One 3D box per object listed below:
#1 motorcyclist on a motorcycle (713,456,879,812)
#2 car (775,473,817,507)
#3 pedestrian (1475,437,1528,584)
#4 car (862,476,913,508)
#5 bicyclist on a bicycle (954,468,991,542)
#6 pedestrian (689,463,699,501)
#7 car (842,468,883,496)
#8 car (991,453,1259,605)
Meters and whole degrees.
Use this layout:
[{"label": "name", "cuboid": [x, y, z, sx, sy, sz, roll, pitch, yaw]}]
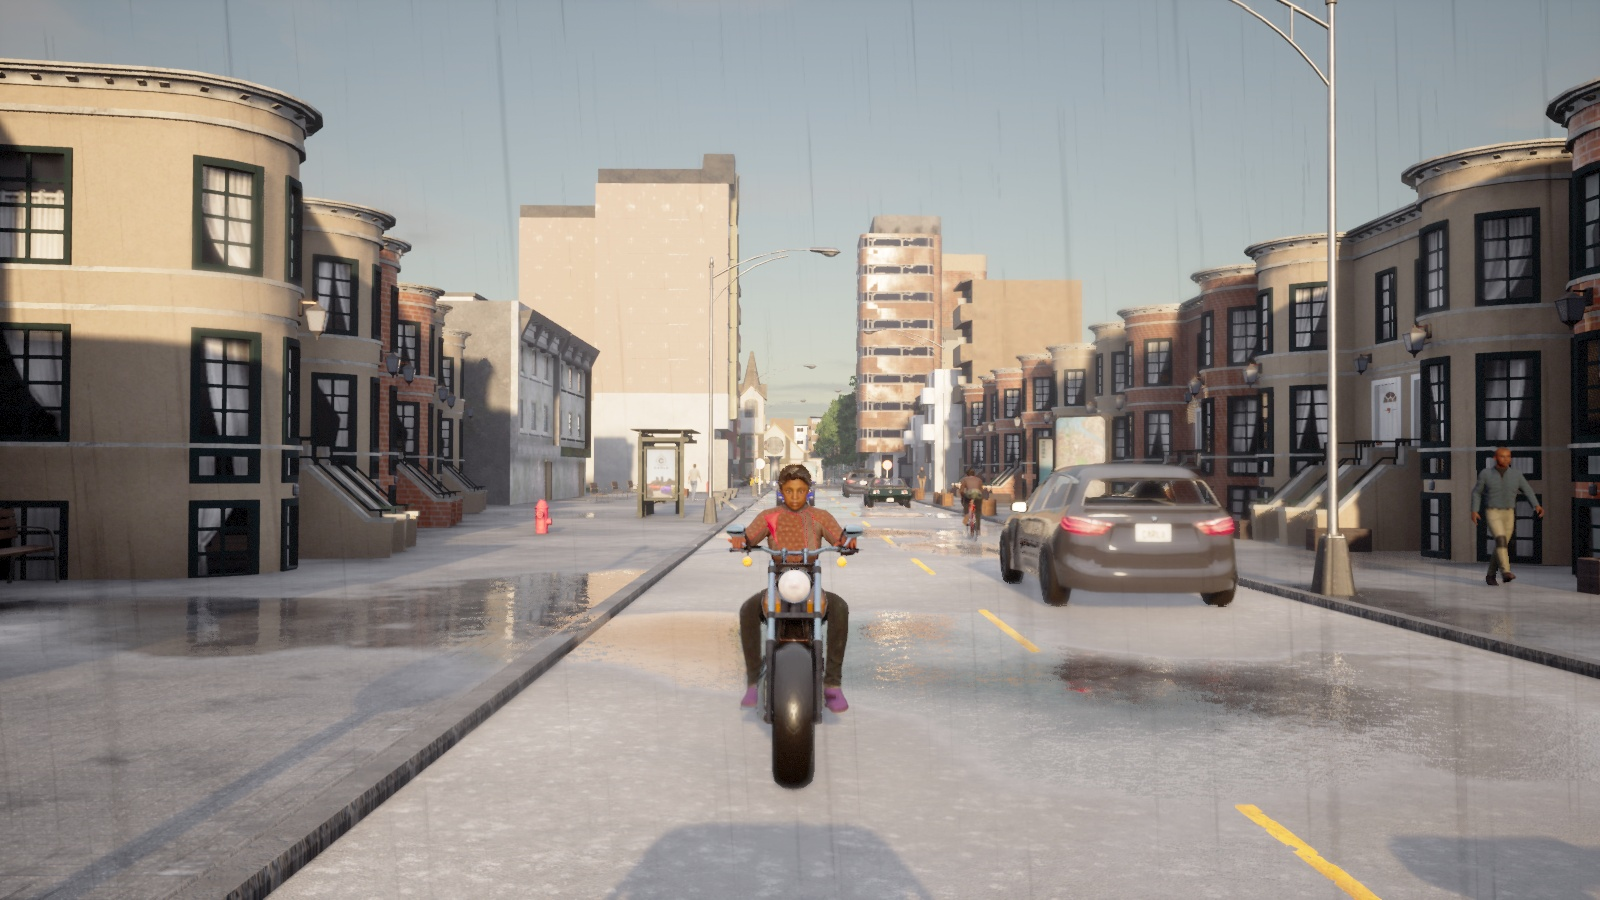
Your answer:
[{"label": "motorcyclist on a motorcycle", "cuboid": [-0.025, 0.882, 7.027, 0.766, 1.649, 2.350, 0, -1, 0]}, {"label": "car", "cuboid": [-0.183, 1.780, 56.804, 1.816, 1.474, 4.193, 0, -1, 0]}, {"label": "pedestrian", "cuboid": [8.973, 0.758, 16.083, 0.370, 1.835, 0.726, 0, -1, 11]}, {"label": "car", "cuboid": [3.822, 1.826, 55.283, 1.895, 1.301, 4.718, 0, -1, 0]}, {"label": "bicyclist on a bicycle", "cuboid": [3.907, 1.230, 28.523, 0.582, 1.620, 1.656, 0, -1, 0]}, {"label": "pedestrian", "cuboid": [-5.121, 1.563, 60.804, 0.354, 1.836, 0.706, 0, -1, 7]}, {"label": "car", "cuboid": [3.736, 1.913, 75.750, 2.242, 1.667, 4.611, 0, -1, 0]}, {"label": "car", "cuboid": [3.946, 0.915, 16.203, 2.242, 1.667, 4.611, 0, -1, 0]}]
